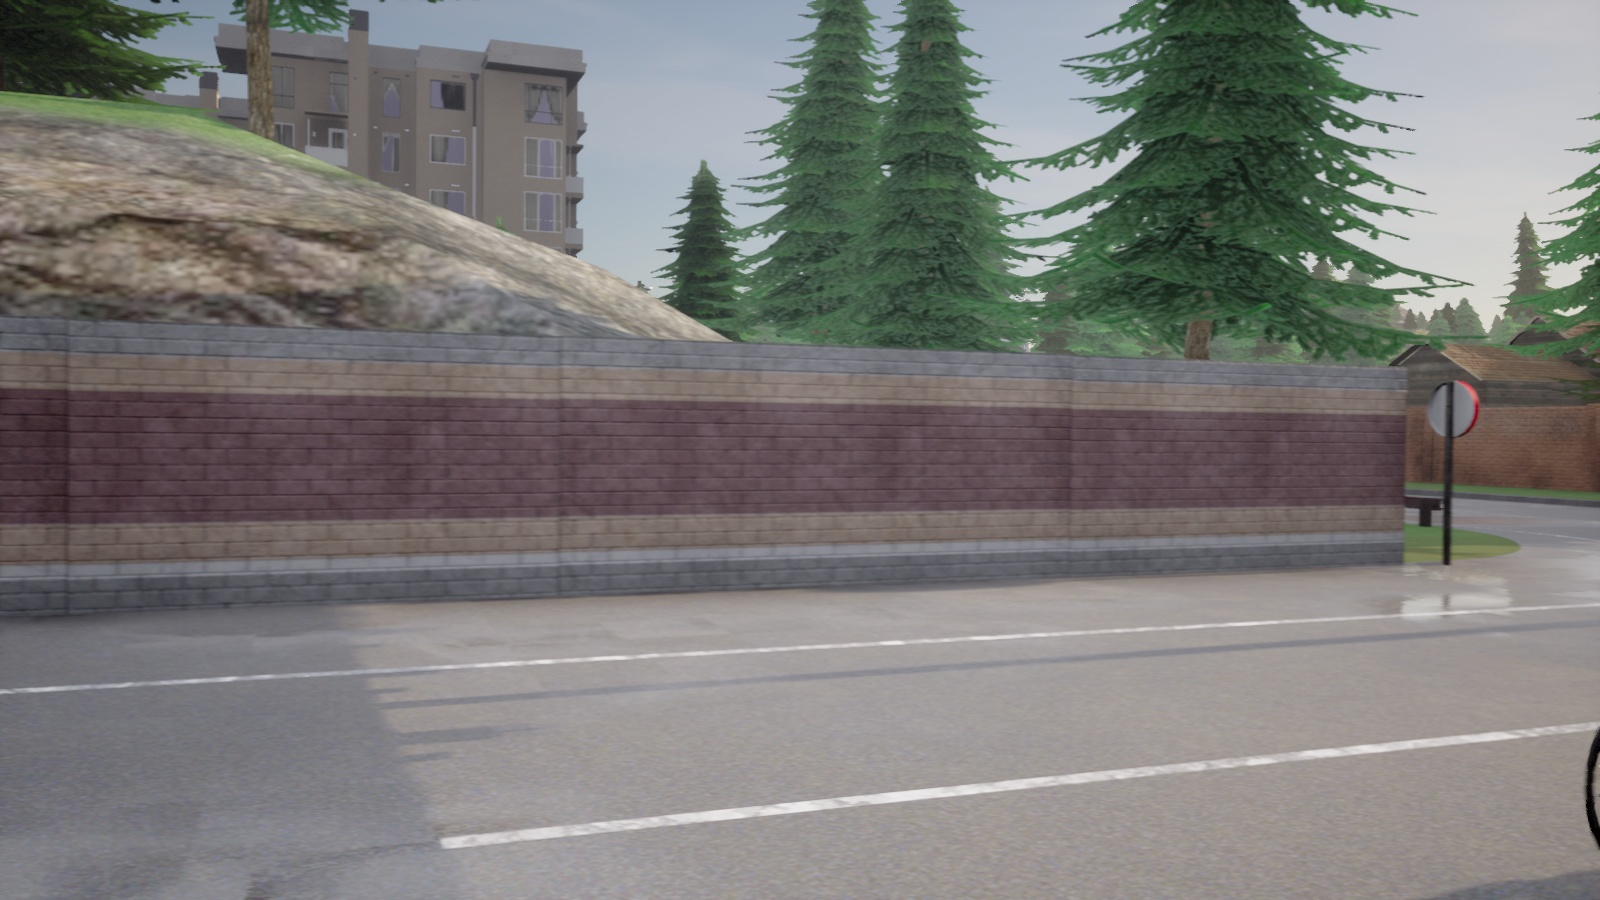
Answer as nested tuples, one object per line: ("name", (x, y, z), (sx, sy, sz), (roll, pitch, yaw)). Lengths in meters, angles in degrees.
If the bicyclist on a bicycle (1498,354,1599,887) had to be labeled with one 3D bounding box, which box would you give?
("bicyclist on a bicycle", (3.502, 0.556, 4.553), (1.843, 1.776, 0.659), (-1, 1, -20))
